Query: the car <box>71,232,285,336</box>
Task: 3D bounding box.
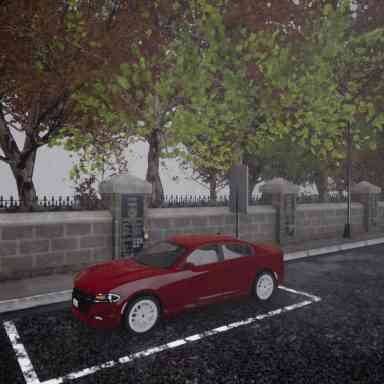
[{"bbox_3d":[-0.052,1.545,6.681,4.507,1.381,1.887,0,0,-36],"label":"car"}]
